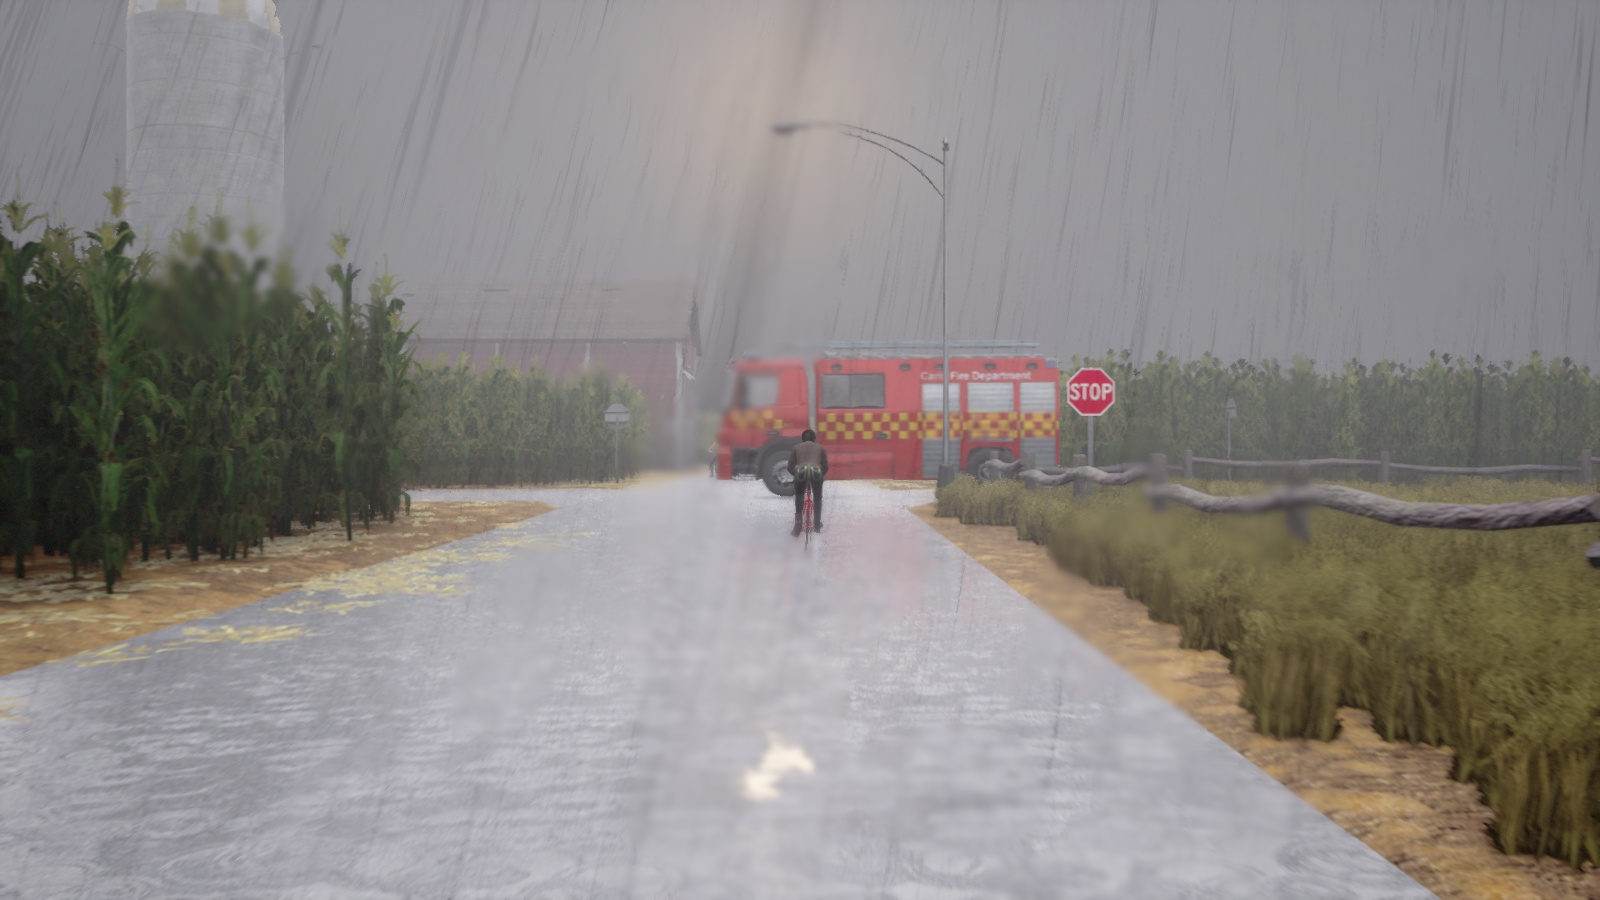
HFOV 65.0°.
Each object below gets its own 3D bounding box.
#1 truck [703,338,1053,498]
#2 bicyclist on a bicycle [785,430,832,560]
[{"bbox_3d":[1.904,-0.796,31.884,8.468,3.827,2.891,0,1,1],"label":"truck"},{"bbox_3d":[0.115,0.558,16.436,0.582,1.620,1.656,0,0,0],"label":"bicyclist on a bicycle"}]
